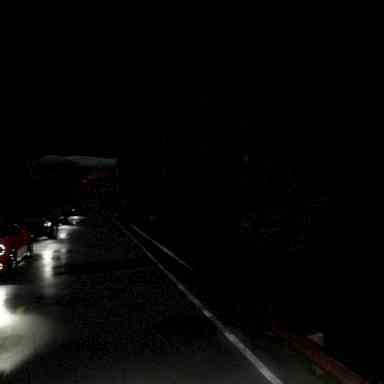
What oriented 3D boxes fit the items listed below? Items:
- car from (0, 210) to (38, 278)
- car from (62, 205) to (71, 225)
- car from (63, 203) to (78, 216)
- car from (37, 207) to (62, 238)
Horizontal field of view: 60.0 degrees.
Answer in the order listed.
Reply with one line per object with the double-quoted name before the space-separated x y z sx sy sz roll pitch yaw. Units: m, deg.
"car" -6.701 1.693 10.929 2.097 1.767 4.553 -2 0 -17
"car" -12.432 2.248 30.382 1.812 1.442 4.674 -2 0 -17
"car" -16.635 2.354 44.826 2.097 1.767 4.553 -2 0 -16
"car" -9.549 1.882 20.571 2.097 1.767 4.553 -2 0 -17
